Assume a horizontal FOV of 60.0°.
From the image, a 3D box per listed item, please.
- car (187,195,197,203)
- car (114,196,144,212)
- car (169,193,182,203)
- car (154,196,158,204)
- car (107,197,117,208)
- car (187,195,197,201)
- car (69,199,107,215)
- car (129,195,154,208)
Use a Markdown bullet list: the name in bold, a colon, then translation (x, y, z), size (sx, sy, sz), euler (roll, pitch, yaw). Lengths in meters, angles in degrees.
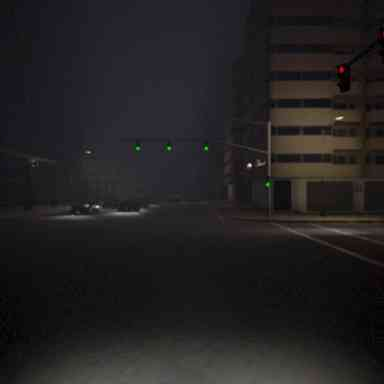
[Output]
- **car**: translation (0.000, 1.459, 66.853), size (1.994, 1.385, 4.181), euler (0, 0, 0)
- **car**: translation (-7.077, 1.506, 37.847), size (1.994, 1.385, 4.181), euler (0, 0, 0)
- **car**: translation (-3.500, 1.392, 65.472), size (2.128, 1.511, 4.902), euler (0, 0, 0)
- **car**: translation (-7.043, 1.401, 58.854), size (2.128, 1.511, 4.902), euler (0, 0, 0)
- **car**: translation (-10.577, 1.409, 44.328), size (1.882, 1.535, 5.008), euler (0, 0, 0)
- **car**: translation (0.000, 1.343, 75.151), size (1.994, 1.385, 4.181), euler (0, 0, 0)
- **car**: translation (-10.589, 1.496, 33.614), size (2.033, 1.411, 5.357), euler (0, 0, 0)
- **car**: translation (-7.066, 1.419, 46.649), size (2.128, 1.511, 4.902), euler (0, 0, 0)
